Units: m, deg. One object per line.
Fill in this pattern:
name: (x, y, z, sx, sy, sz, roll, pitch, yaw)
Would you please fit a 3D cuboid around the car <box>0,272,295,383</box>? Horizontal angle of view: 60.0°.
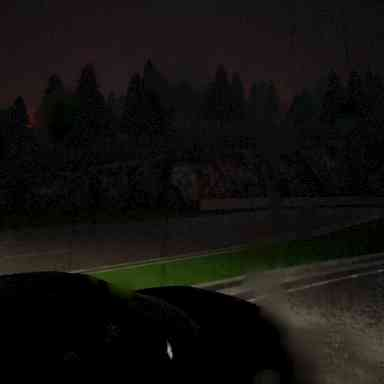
car: (-1.224, 1.474, 2.819, 5.008, 1.535, 1.882, 0, 0, -35)
